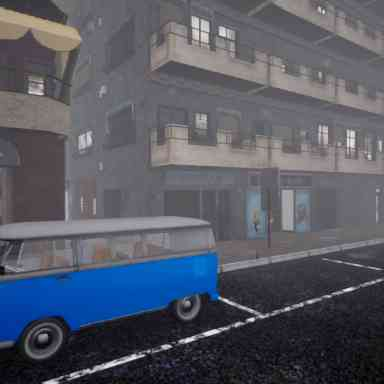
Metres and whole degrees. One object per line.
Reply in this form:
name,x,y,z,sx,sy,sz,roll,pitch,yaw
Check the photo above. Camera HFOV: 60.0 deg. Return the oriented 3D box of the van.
van,-1.423,1.341,5.553,3.998,1.788,1.690,0,0,-35
